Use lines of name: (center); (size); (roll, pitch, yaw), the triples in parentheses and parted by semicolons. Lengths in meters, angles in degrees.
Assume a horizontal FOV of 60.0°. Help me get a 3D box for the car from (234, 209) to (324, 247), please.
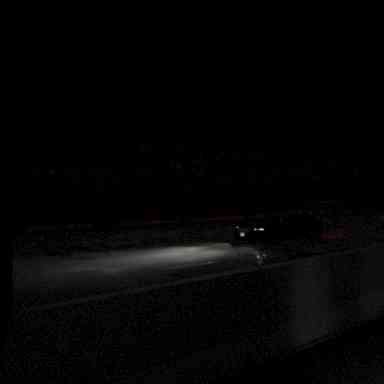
car: (4.134, 1.550, 15.527); (4.902, 1.511, 2.128); (0, 0, -35)
